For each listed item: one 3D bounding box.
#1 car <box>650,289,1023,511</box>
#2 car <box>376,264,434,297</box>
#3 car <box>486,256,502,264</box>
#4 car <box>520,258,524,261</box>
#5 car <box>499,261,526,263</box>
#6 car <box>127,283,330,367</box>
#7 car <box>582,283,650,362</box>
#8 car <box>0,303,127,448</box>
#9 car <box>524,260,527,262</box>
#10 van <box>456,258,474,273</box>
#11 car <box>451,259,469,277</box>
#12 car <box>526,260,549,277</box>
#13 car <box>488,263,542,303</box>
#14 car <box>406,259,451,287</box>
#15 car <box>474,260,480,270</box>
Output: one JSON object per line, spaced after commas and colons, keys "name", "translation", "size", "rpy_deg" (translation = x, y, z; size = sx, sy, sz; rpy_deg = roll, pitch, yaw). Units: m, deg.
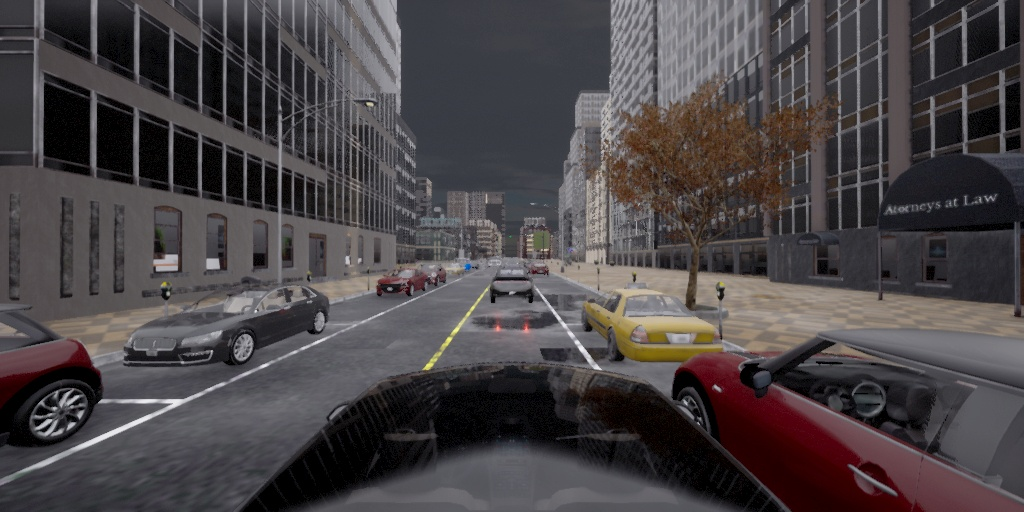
{"name": "car", "translation": [2.690, 1.188, 2.312], "size": [1.967, 1.591, 4.097], "rpy_deg": [0, 0, 0]}
{"name": "car", "translation": [-5.690, 1.295, 18.929], "size": [1.888, 1.381, 4.507], "rpy_deg": [0, 0, 0]}
{"name": "car", "translation": [-3.000, 1.081, 63.471], "size": [2.150, 2.045, 5.566], "rpy_deg": [0, 0, 0]}
{"name": "car", "translation": [2.690, 1.319, 57.704], "size": [1.948, 1.339, 4.313], "rpy_deg": [0, 0, 0]}
{"name": "car", "translation": [0.000, 1.368, 31.530], "size": [1.895, 1.301, 4.718], "rpy_deg": [0, 0, 0]}
{"name": "car", "translation": [-5.690, 1.299, 7.850], "size": [2.007, 1.370, 4.403], "rpy_deg": [0, 0, 0]}
{"name": "car", "translation": [2.690, 1.274, 8.020], "size": [1.751, 1.417, 4.829], "rpy_deg": [0, 0, 0]}
{"name": "car", "translation": [-5.690, 1.188, 2.311], "size": [1.967, 1.591, 4.097], "rpy_deg": [0, 0, 0]}
{"name": "car", "translation": [2.690, 1.191, 41.086], "size": [1.967, 1.591, 4.097], "rpy_deg": [0, 0, 0]}
{"name": "van", "translation": [-5.690, 1.092, 41.086], "size": [1.690, 1.789, 3.998], "rpy_deg": [0, 0, 0]}
{"name": "car", "translation": [-5.691, 1.276, 35.376], "size": [1.751, 1.417, 4.829], "rpy_deg": [0, 0, 0]}
{"name": "car", "translation": [2.690, 1.296, 35.547], "size": [1.888, 1.381, 4.507], "rpy_deg": [0, 0, 0]}
{"name": "car", "translation": [0.000, 1.246, 16.500], "size": [2.128, 1.511, 4.902], "rpy_deg": [0, 0, 0]}
{"name": "car", "translation": [-5.691, 1.190, 24.468], "size": [1.967, 1.591, 4.097], "rpy_deg": [0, 0, 0]}
{"name": "car", "translation": [-5.690, 1.318, 52.164], "size": [1.948, 1.339, 4.313], "rpy_deg": [0, 0, 0]}
